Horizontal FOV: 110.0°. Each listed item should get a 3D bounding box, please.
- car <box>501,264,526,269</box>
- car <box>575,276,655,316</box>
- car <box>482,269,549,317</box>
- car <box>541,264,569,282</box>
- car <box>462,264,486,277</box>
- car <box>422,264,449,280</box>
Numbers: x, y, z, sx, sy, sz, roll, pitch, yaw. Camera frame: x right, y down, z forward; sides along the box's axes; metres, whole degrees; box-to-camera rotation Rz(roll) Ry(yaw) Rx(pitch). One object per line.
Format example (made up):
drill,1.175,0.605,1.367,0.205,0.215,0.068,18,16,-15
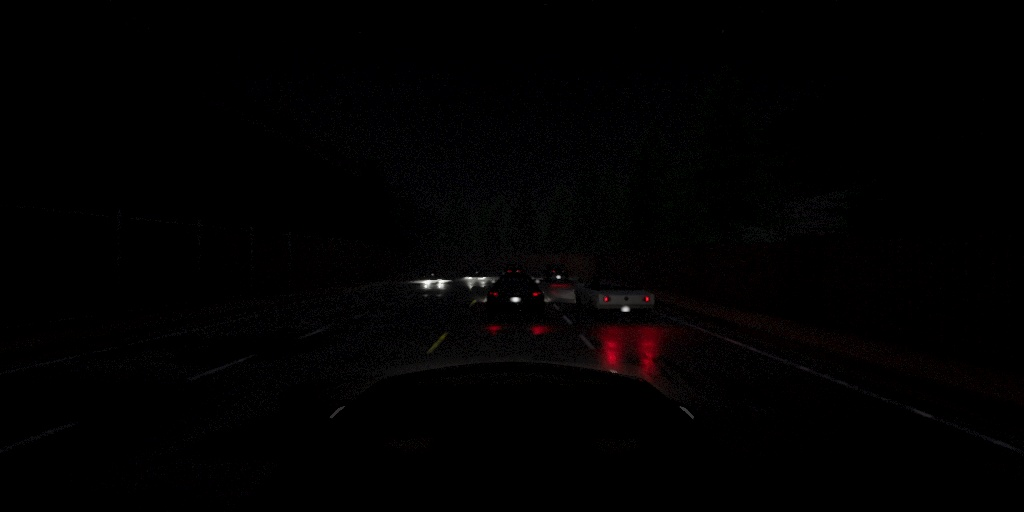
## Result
car,0.169,1.403,30.683,1.837,1.490,4.892,0,0,0
car,3.626,1.416,13.618,1.895,1.301,4.718,0,0,0
car,0.124,1.375,13.519,1.994,1.385,4.181,0,0,0
car,3.667,1.407,30.630,1.837,1.490,4.892,0,0,0
car,-4.070,1.494,37.968,1.994,1.385,4.181,0,0,-16
car,-7.133,1.468,33.714,1.994,1.385,4.181,0,0,-3
